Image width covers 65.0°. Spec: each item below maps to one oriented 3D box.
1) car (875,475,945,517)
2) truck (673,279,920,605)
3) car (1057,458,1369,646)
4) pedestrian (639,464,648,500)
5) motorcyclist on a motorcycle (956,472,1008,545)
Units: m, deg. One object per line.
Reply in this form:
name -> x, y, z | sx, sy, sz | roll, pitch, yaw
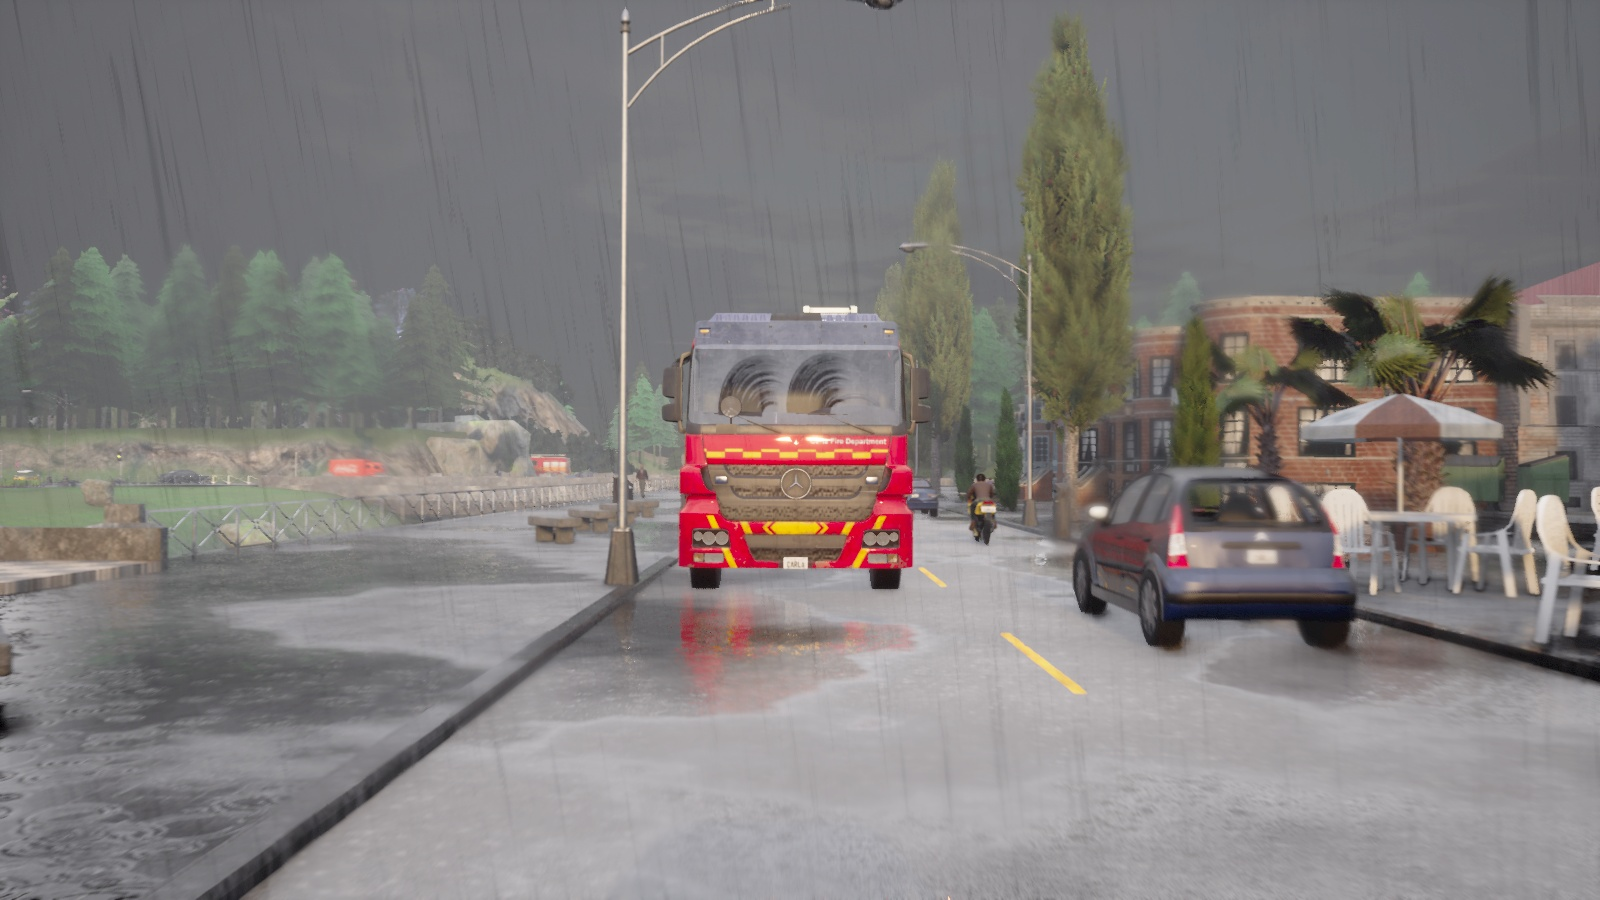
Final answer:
car -> 3.883, 1.605, 45.321 | 2.033, 1.411, 5.357 | 0, -1, 0
truck -> -0.054, -0.031, 19.027 | 2.891, 3.827, 8.468 | 0, -1, 0
car -> 3.965, 0.912, 12.815 | 1.851, 1.617, 3.988 | 0, -1, 0
pedestrian -> -8.172, 1.653, 65.447 | 0.376, 1.854, 0.720 | 0, -1, 1
motorcyclist on a motorcycle -> 3.929, 1.237, 27.252 | 0.797, 1.523, 2.044 | 0, -1, 0
